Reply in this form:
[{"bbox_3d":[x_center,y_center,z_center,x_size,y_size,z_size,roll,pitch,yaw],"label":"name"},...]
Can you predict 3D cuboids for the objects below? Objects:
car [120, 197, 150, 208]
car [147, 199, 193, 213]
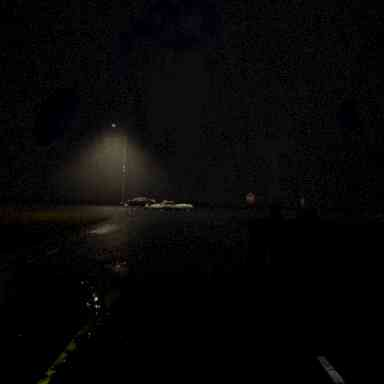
[{"bbox_3d":[-7.130,1.425,44.478,4.902,1.511,2.128,1,1,0],"label":"car"},{"bbox_3d":[-2.249,1.685,37.460,4.718,1.301,1.895,1,0,0],"label":"car"}]
